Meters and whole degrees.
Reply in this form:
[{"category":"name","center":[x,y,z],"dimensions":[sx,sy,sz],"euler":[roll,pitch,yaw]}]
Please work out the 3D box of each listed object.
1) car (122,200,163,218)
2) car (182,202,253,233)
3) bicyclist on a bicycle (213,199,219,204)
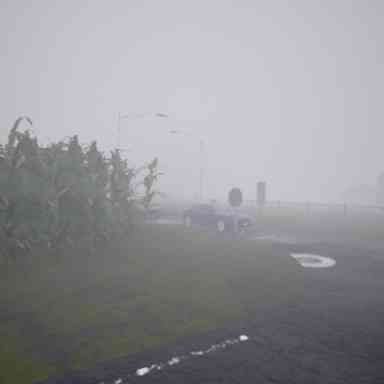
[{"category":"car","center":[-4.434,1.351,27.674],"dimensions":[2.033,1.411,5.357],"euler":[2,0,-36]},{"category":"car","center":[1.374,1.406,19.602],"dimensions":[1.882,1.535,5.008],"euler":[2,0,-36]},{"category":"bicyclist on a bicycle","center":[2.045,1.428,28.886],"dimensions":[1.656,1.620,0.582],"euler":[0,1,-36]}]
